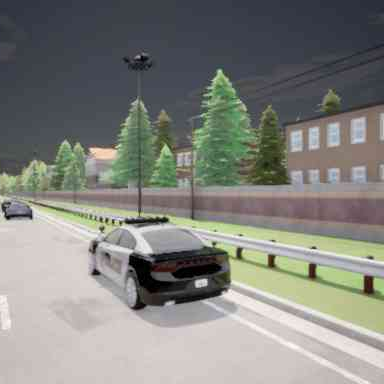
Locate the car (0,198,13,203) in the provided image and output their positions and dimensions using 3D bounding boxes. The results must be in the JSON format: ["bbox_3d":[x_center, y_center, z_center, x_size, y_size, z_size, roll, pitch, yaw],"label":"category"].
[{"bbox_3d":[-21.862,1.549,40.123,1.837,1.490,4.892,0,1,-31],"label":"car"}]

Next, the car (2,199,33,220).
[{"bbox_3d":[-14.888,1.591,28.602,1.994,1.385,4.181,0,0,-31],"label":"car"}]

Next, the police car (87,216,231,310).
[{"bbox_3d":[-1.168,1.420,8.132,1.930,1.638,5.238,0,0,-31],"label":"police car"}]
